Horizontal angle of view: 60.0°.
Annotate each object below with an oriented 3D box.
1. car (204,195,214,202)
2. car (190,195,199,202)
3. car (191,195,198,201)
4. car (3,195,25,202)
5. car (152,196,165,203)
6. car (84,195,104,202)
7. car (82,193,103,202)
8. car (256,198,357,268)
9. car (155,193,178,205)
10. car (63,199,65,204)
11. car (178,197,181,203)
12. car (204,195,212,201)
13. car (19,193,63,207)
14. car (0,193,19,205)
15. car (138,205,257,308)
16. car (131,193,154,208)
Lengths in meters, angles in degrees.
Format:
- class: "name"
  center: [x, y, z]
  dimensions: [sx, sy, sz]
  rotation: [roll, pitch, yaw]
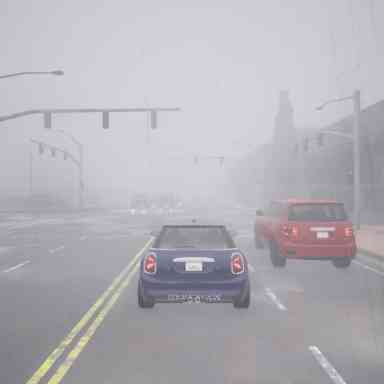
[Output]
- class: "car"
  center: [3.952, 1.524, 77.433]
  dimensions: [1.812, 1.442, 4.674]
  rotation: [0, 0, 1]
- class: "car"
  center: [0.455, 1.500, 77.616]
  dimensions: [1.837, 1.490, 4.892]
  rotation: [0, 0, 1]
- class: "car"
  center: [0.702, 1.477, 87.705]
  dimensions: [1.882, 1.535, 5.008]
  rotation: [0, 0, 1]
- class: "car"
  center: [-39.022, 1.363, 73.003]
  dimensions: [3.905, 1.438, 1.784]
  rotation: [0, 0, 0]
- class: "car"
  center: [-6.781, 1.547, 68.367]
  dimensions: [2.033, 1.411, 5.357]
  rotation: [0, 0, 2]
- class: "car"
  center: [-21.555, 1.395, 73.043]
  dimensions: [3.806, 1.475, 1.970]
  rotation: [0, 0, 0]
- class: "car"
  center: [-21.563, 1.156, 70.147]
  dimensions: [3.866, 1.878, 1.905]
  rotation: [0, 0, 0]
- class: "car"
  center: [3.539, 1.221, 11.390]
  dimensions: [2.150, 2.045, 5.566]
  rotation: [0, 0, 2]
- class: "car"
  center: [-3.763, 1.221, 50.566]
  dimensions: [2.150, 2.045, 5.566]
  rotation: [0, 0, 1]
- class: "car"
  center: [-21.503, 1.156, 50.524]
  dimensions: [3.866, 1.878, 1.905]
  rotation: [0, 0, 0]
- class: "car"
  center: [-3.540, 1.525, 60.375]
  dimensions: [1.812, 1.442, 4.674]
  rotation: [0, 0, 2]
- class: "car"
  center: [4.203, 1.525, 87.713]
  dimensions: [2.128, 1.511, 4.902]
  rotation: [0, 0, 1]
- class: "car"
  center: [-21.554, 1.153, 47.630]
  dimensions: [4.605, 1.855, 1.932]
  rotation: [0, 0, 0]
- class: "car"
  center: [-39.083, 1.153, 70.107]
  dimensions: [4.605, 1.855, 1.932]
  rotation: [0, 0, 0]
- class: "car"
  center: [0.043, 1.352, 8.057]
  dimensions: [2.097, 1.767, 4.553]
  rotation: [0, 0, 0]
- class: "car"
  center: [-7.303, 1.221, 48.144]
  dimensions: [2.150, 2.045, 5.566]
  rotation: [0, 0, 1]
